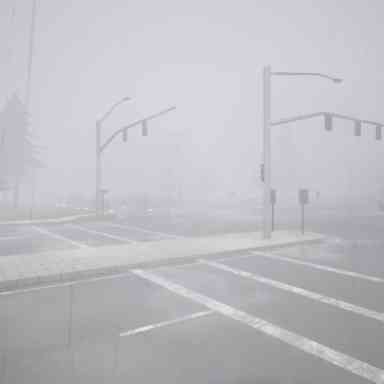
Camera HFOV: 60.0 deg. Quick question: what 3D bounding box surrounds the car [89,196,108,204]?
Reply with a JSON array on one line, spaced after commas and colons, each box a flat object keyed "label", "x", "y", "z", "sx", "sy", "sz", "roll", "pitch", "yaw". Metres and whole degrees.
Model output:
[{"label": "car", "x": -18.003, "y": 1.490, "z": 63.772, "sx": 2.128, "sy": 1.511, "sz": 4.902, "roll": 0, "pitch": 0, "yaw": -35}]

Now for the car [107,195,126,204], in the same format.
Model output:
[{"label": "car", "x": -14.812, "y": 1.478, "z": 65.332, "sx": 1.882, "sy": 1.535, "sz": 5.008, "roll": 0, "pitch": 0, "yaw": -34}]

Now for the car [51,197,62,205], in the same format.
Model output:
[{"label": "car", "x": -24.221, "y": 1.564, "z": 60.447, "sx": 1.994, "sy": 1.385, "sz": 4.181, "roll": 0, "pitch": 0, "yaw": -34}]

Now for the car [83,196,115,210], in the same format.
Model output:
[{"label": "car", "x": -12.035, "y": 1.505, "z": 42.973, "sx": 1.837, "sy": 1.490, "sz": 4.892, "roll": 0, "pitch": 0, "yaw": -35}]

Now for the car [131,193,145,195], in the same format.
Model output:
[{"label": "car", "x": -8.997, "y": 1.222, "z": 56.949, "sx": 2.150, "sy": 2.045, "sz": 5.566, "roll": 0, "pitch": 0, "yaw": -35}]

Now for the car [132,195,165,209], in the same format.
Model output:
[{"label": "car", "x": -6.237, "y": 1.505, "z": 46.899, "sx": 1.837, "sy": 1.490, "sz": 4.892, "roll": 0, "pitch": 0, "yaw": -35}]

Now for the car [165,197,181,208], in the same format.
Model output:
[{"label": "car", "x": -3.455, "y": 1.505, "z": 49.028, "sx": 1.837, "sy": 1.490, "sz": 4.892, "roll": 0, "pitch": 0, "yaw": -35}]

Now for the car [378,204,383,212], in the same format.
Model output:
[{"label": "car", "x": 23.598, "y": 1.601, "z": 38.556, "sx": 4.718, "sy": 1.301, "sz": 1.895, "roll": 0, "pitch": 0, "yaw": -34}]

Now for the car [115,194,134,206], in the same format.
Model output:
[{"label": "car", "x": -11.481, "y": 1.505, "z": 54.388, "sx": 1.837, "sy": 1.490, "sz": 4.892, "roll": 0, "pitch": 0, "yaw": -35}]

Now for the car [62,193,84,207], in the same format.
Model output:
[{"label": "car", "x": -17.701, "y": 1.221, "z": 51.046, "sx": 2.150, "sy": 2.045, "sz": 5.566, "roll": 0, "pitch": 0, "yaw": -35}]
